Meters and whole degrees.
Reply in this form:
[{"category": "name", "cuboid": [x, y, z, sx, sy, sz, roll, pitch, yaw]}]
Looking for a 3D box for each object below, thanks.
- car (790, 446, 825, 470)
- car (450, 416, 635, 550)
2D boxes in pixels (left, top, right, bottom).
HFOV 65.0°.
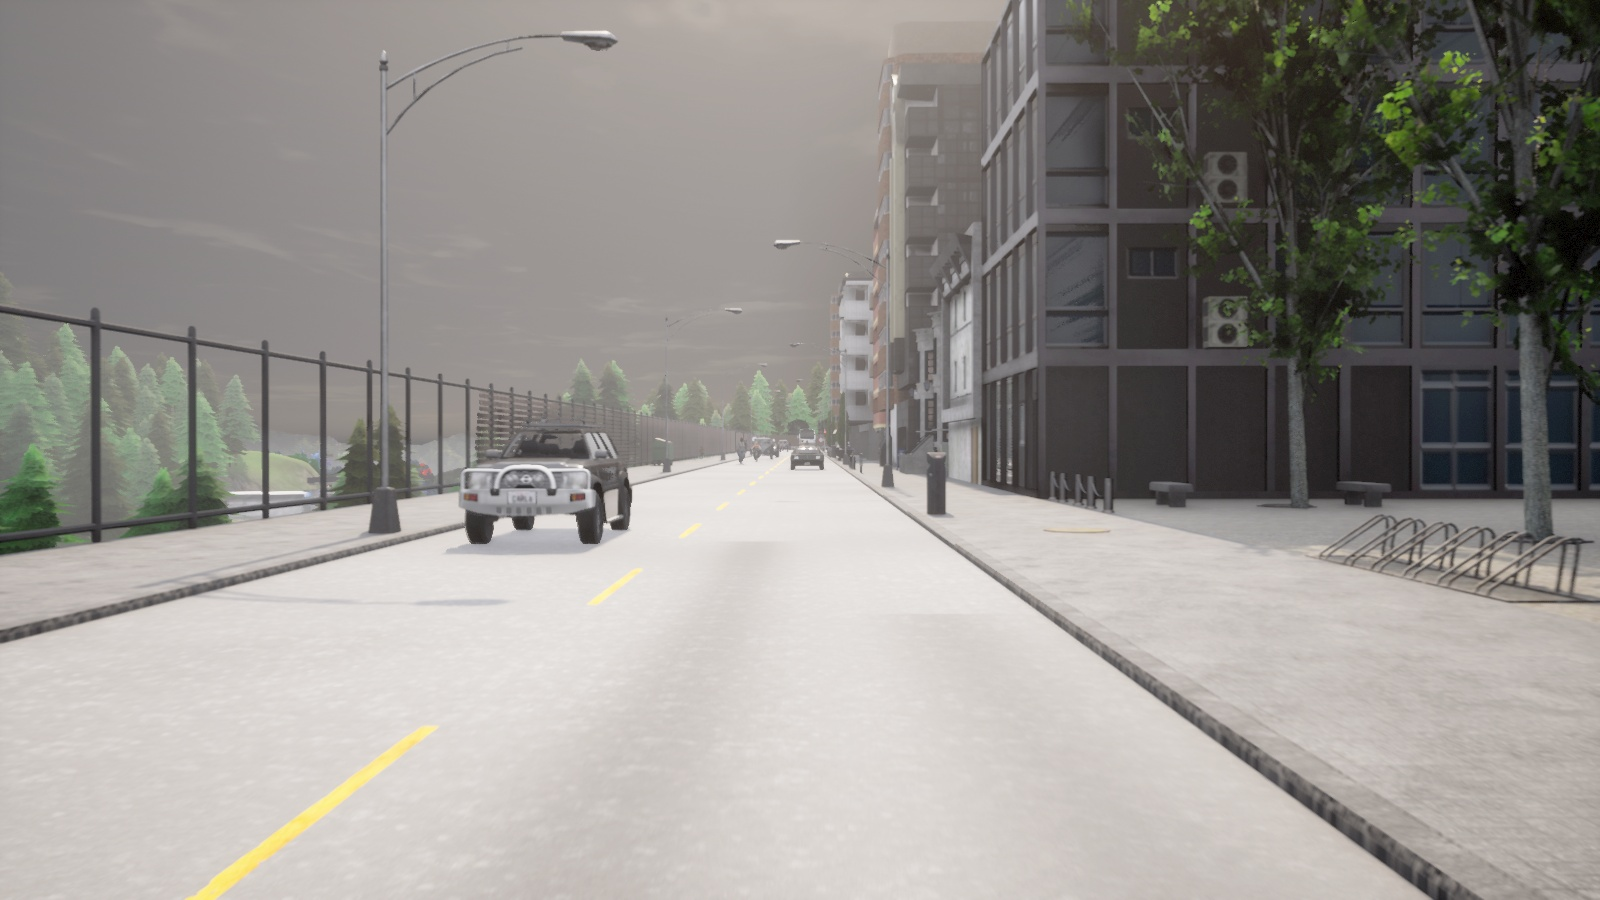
[{"category": "car", "cuboid": [0.410, 0.447, 71.043, 1.895, 1.301, 4.718, 0, 0, 0]}, {"category": "car", "cuboid": [-3.874, 0.449, 19.693, 1.932, 1.855, 4.605, 0, 0, 0]}]
